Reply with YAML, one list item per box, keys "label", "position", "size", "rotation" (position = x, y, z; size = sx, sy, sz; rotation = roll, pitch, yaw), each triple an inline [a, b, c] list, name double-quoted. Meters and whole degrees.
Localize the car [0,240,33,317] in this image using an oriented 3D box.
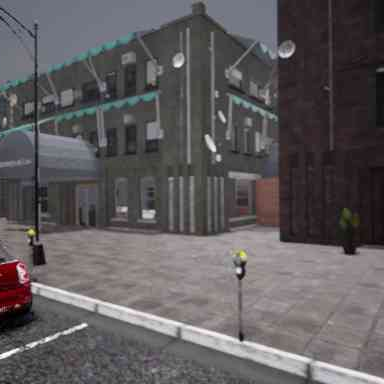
- label: "car"
  position: [-4.921, 1.516, 6.388]
  size: [4.097, 1.590, 1.967]
  rotation: [-1, 0, 36]
